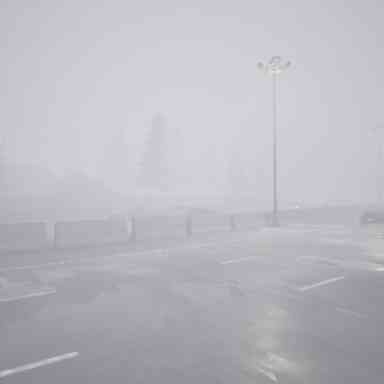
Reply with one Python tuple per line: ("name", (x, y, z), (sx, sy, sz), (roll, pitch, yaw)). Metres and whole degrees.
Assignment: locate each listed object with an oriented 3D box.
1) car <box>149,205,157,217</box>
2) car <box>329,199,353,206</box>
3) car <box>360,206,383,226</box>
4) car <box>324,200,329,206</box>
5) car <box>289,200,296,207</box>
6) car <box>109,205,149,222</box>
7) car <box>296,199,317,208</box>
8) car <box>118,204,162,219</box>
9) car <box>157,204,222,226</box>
("car", (-1.121, 1.881, 29.999), (4.892, 1.490, 1.837), (0, -1, -41))
("car", (23.139, 1.795, 51.071), (2.097, 1.767, 4.553), (-1, -1, 37))
("car", (13.798, 1.717, 24.269), (4.674, 1.442, 1.812), (0, -1, -45))
("car", (25.425, 2.076, 60.261), (2.033, 1.411, 5.357), (-1, -1, 34))
("car", (20.803, 2.235, 65.998), (1.895, 1.301, 4.718), (-1, -1, 34))
("car", (-5.523, 1.984, 30.828), (4.181, 1.385, 1.994), (0, -1, -41))
("car", (21.187, 2.076, 60.223), (2.128, 1.511, 4.902), (-1, -1, 35))
("car", (-5.495, 2.040, 35.469), (4.181, 1.385, 1.994), (0, -1, -42))
("car", (0.185, 1.871, 26.458), (5.357, 1.411, 2.033), (0, -1, -41))
